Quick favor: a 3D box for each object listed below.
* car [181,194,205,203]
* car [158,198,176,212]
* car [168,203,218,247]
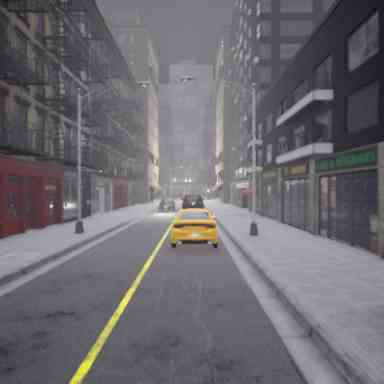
[{"bbox_3d":[0.097,1.220,33.998,2.150,2.045,5.566,0,0,0],"label":"car"},{"bbox_3d":[-2.844,1.484,38.826,2.128,1.511,4.902,0,0,0],"label":"car"},{"bbox_3d":[0.098,1.486,15.071,1.882,1.535,5.008,0,0,0],"label":"car"}]
